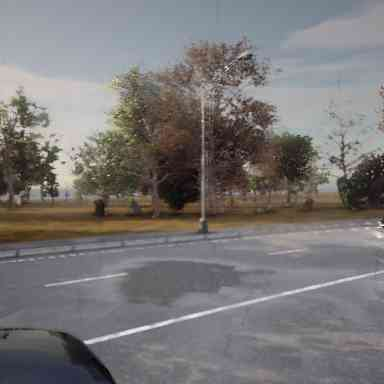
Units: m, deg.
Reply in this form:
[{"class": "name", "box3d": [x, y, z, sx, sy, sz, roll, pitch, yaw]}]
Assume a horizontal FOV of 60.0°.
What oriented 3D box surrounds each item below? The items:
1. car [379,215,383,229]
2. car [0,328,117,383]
[{"class": "car", "box3d": [13.213, 1.478, 19.672, 4.892, 1.490, 1.837, 0, 0, -27]}, {"class": "car", "box3d": [-2.447, 1.551, 1.858, 4.181, 1.385, 1.994, 0, 0, -36]}]
